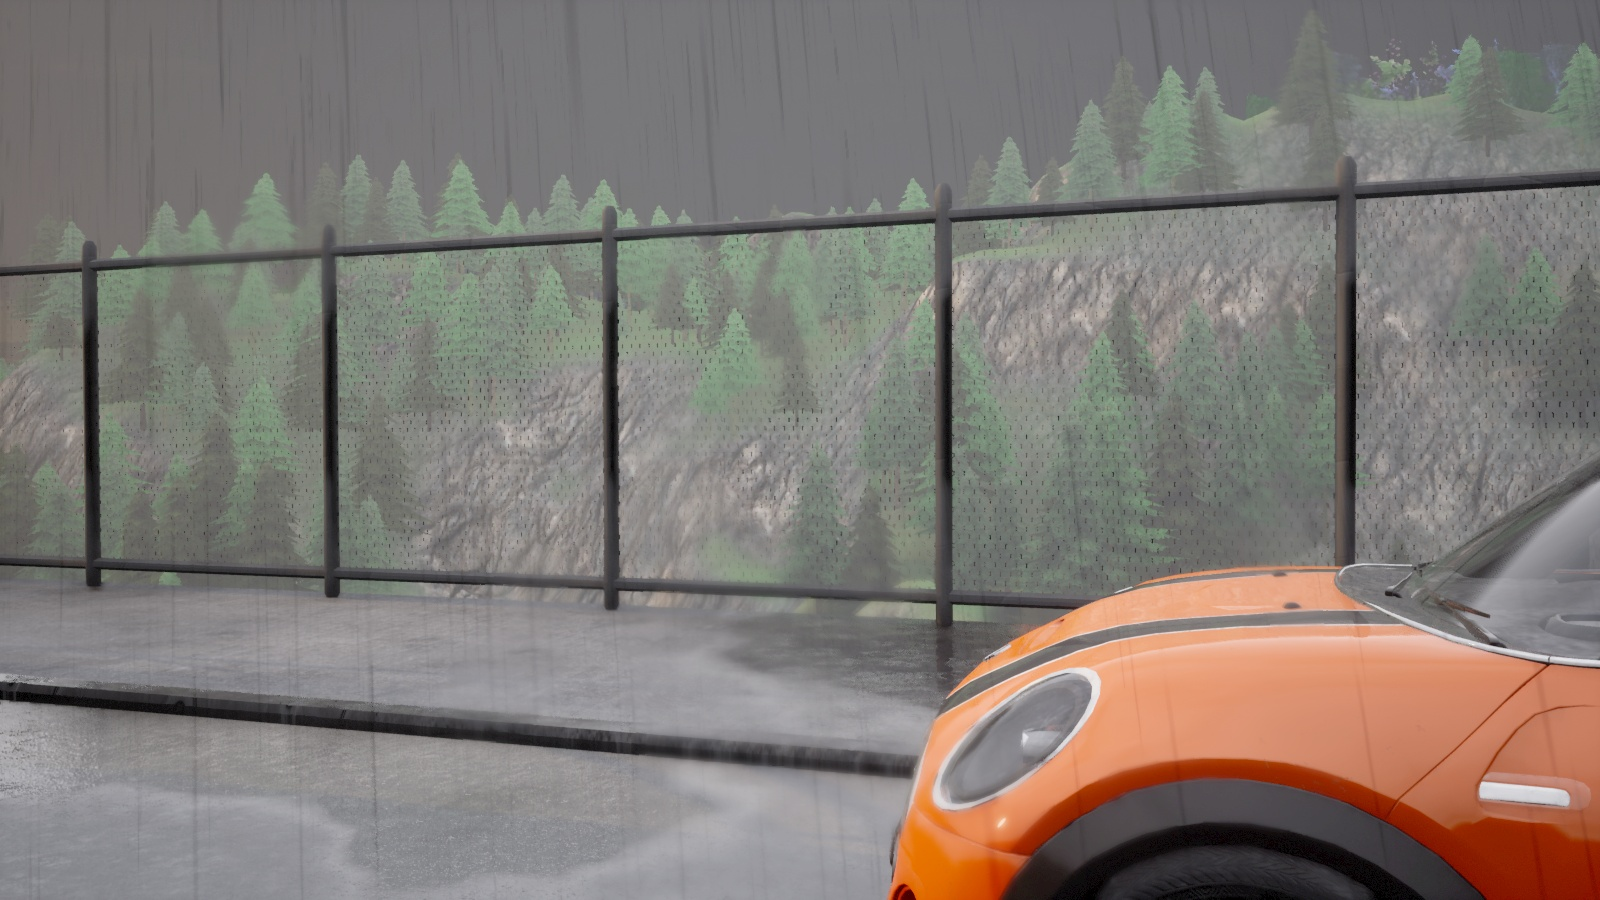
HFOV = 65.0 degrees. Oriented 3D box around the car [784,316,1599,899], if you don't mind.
[{"bbox_3d":[2.461,0.648,2.891,4.553,1.767,2.097,1,1,19],"label":"car"}]
